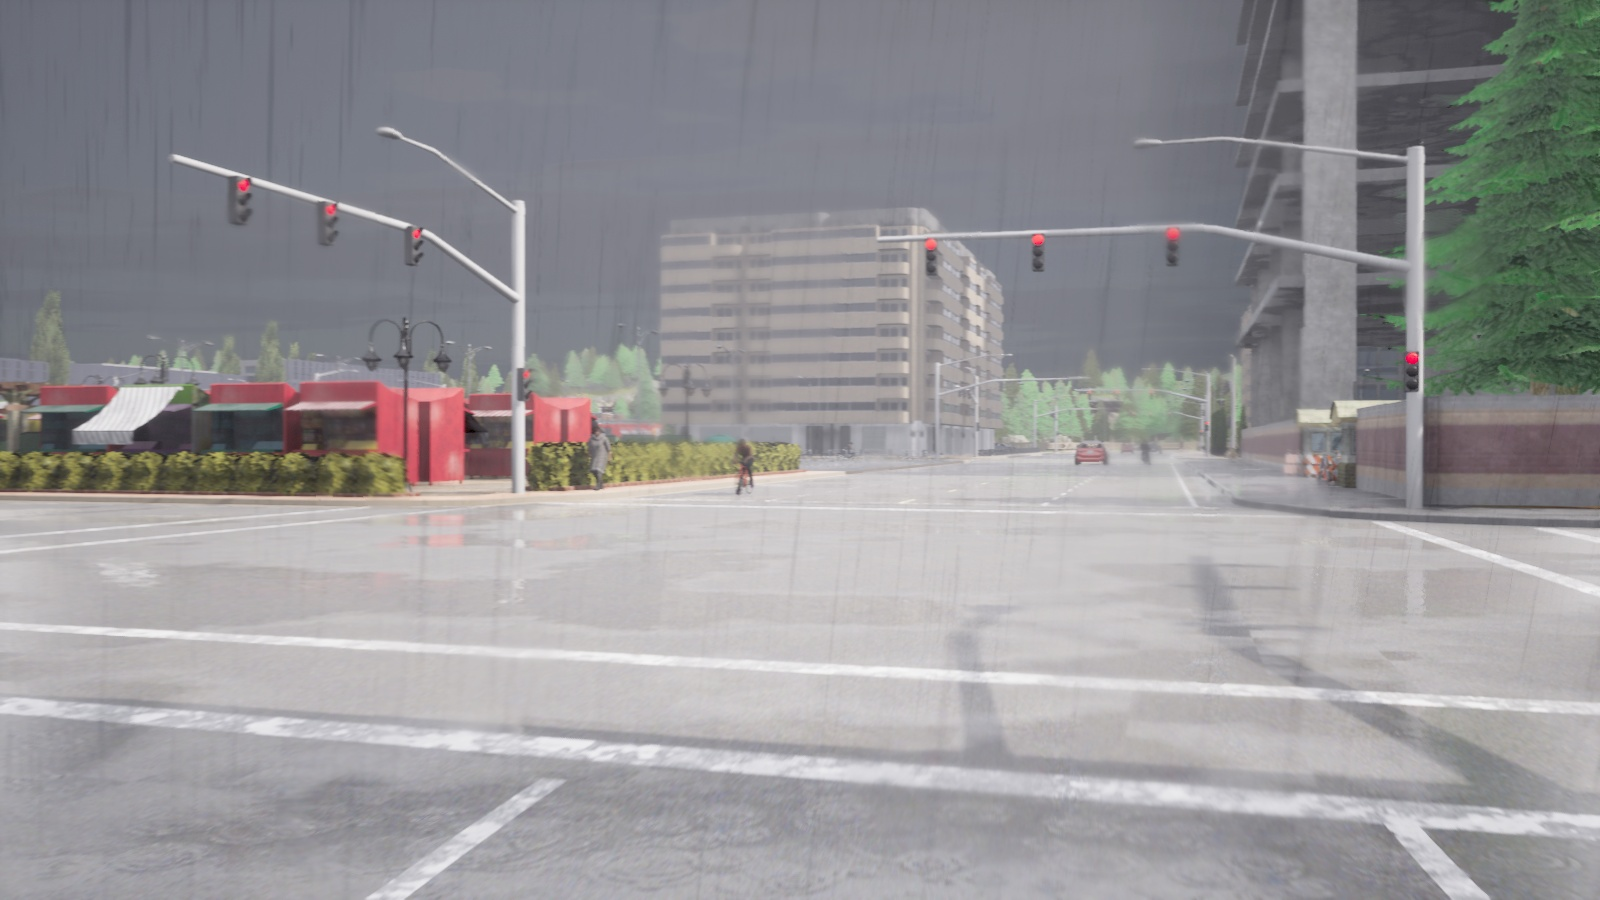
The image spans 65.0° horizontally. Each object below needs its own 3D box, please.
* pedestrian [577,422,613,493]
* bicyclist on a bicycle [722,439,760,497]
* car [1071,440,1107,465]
[{"bbox_3d":[-5.722,0.191,35.076,0.659,1.952,0.873,0,0,18],"label":"pedestrian"},{"bbox_3d":[-1.678,0.493,35.896,0.582,1.620,1.656,0,1,16],"label":"bicyclist on a bicycle"},{"bbox_3d":[19.800,0.143,85.908,2.242,1.667,4.611,0,0,16],"label":"car"}]
